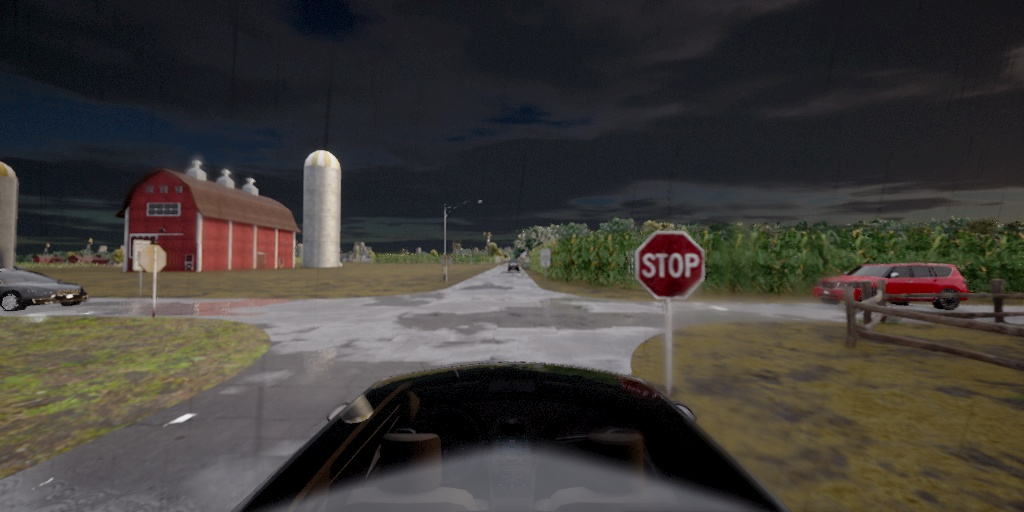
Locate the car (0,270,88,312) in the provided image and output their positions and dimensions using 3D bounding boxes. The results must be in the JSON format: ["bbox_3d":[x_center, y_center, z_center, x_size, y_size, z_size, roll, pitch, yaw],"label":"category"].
[{"bbox_3d":[-19.140,1.265,13.570,4.892,1.490,1.837,0,-2,0],"label":"car"}]

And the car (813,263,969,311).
[{"bbox_3d":[17.108,1.332,16.348,5.566,2.045,2.150,1,-2,0],"label":"car"}]

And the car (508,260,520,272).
[{"bbox_3d":[0.276,1.844,60.389,1.882,1.535,5.008,0,-1,0],"label":"car"}]
